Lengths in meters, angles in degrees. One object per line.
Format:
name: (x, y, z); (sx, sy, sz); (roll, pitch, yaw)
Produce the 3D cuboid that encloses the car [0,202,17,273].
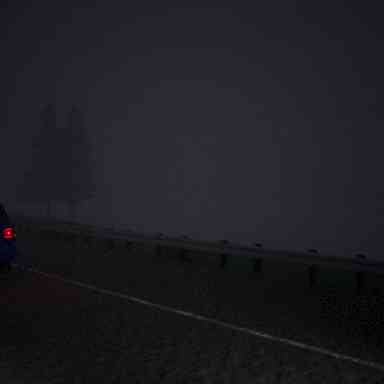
car: (-7.088, 1.202, 9.414); (5.566, 2.045, 2.150); (0, 0, 38)
